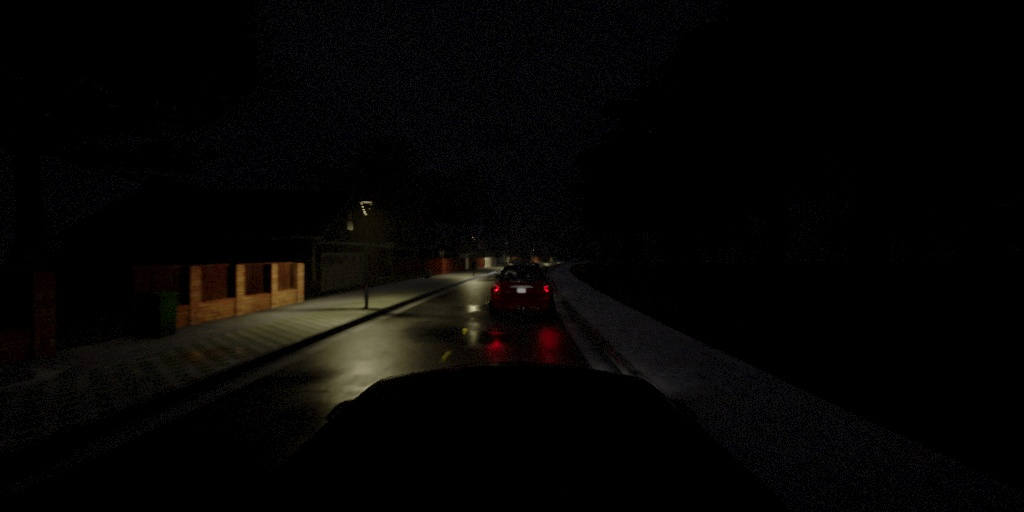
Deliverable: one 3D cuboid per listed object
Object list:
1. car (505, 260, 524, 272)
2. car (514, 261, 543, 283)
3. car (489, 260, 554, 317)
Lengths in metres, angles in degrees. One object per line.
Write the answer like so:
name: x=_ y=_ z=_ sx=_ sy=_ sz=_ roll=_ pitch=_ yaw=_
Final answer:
car: x=0.412 y=1.237 z=45.303 sx=1.812 sy=1.442 sz=4.674 roll=0 pitch=0 yaw=8
car: x=1.397 y=1.227 z=28.768 sx=2.128 sy=1.511 sz=4.902 roll=0 pitch=0 yaw=5
car: x=0.381 y=1.099 z=13.390 sx=2.097 sy=1.767 sz=4.553 roll=0 pitch=0 yaw=2
